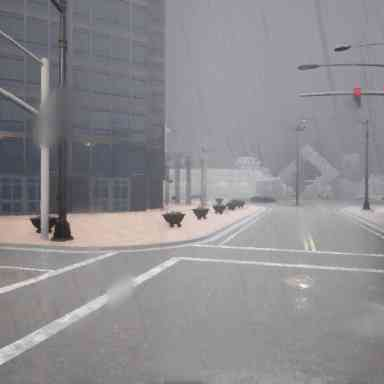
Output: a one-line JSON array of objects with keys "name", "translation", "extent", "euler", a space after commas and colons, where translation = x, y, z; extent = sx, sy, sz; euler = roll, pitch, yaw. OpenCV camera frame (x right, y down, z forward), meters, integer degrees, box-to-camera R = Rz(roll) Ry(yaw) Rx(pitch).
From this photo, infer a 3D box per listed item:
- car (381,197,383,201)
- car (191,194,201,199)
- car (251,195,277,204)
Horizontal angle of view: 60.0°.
[{"name": "car", "translation": [48.743, 1.466, 81.317], "extent": [1.994, 1.385, 4.181], "euler": [0, 0, -29]}, {"name": "car", "translation": [0.724, 1.184, 93.355], "extent": [4.181, 1.385, 1.994], "euler": [0, 0, 7]}, {"name": "car", "translation": [13.068, 1.308, 60.317], "extent": [4.902, 1.511, 2.128], "euler": [1, 1, 42]}]
